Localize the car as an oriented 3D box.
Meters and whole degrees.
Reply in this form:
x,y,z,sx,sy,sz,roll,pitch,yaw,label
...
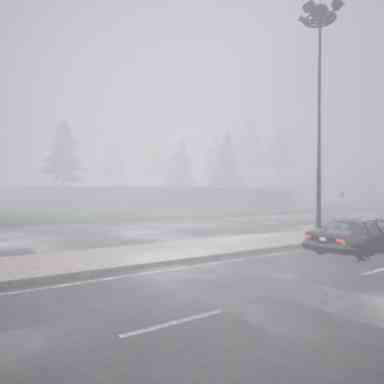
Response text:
x,y,z,sx,sy,sz,roll,pitch,yaw,label
6.514,1.687,12.805,5.357,1.411,2.033,1,0,-35,car
